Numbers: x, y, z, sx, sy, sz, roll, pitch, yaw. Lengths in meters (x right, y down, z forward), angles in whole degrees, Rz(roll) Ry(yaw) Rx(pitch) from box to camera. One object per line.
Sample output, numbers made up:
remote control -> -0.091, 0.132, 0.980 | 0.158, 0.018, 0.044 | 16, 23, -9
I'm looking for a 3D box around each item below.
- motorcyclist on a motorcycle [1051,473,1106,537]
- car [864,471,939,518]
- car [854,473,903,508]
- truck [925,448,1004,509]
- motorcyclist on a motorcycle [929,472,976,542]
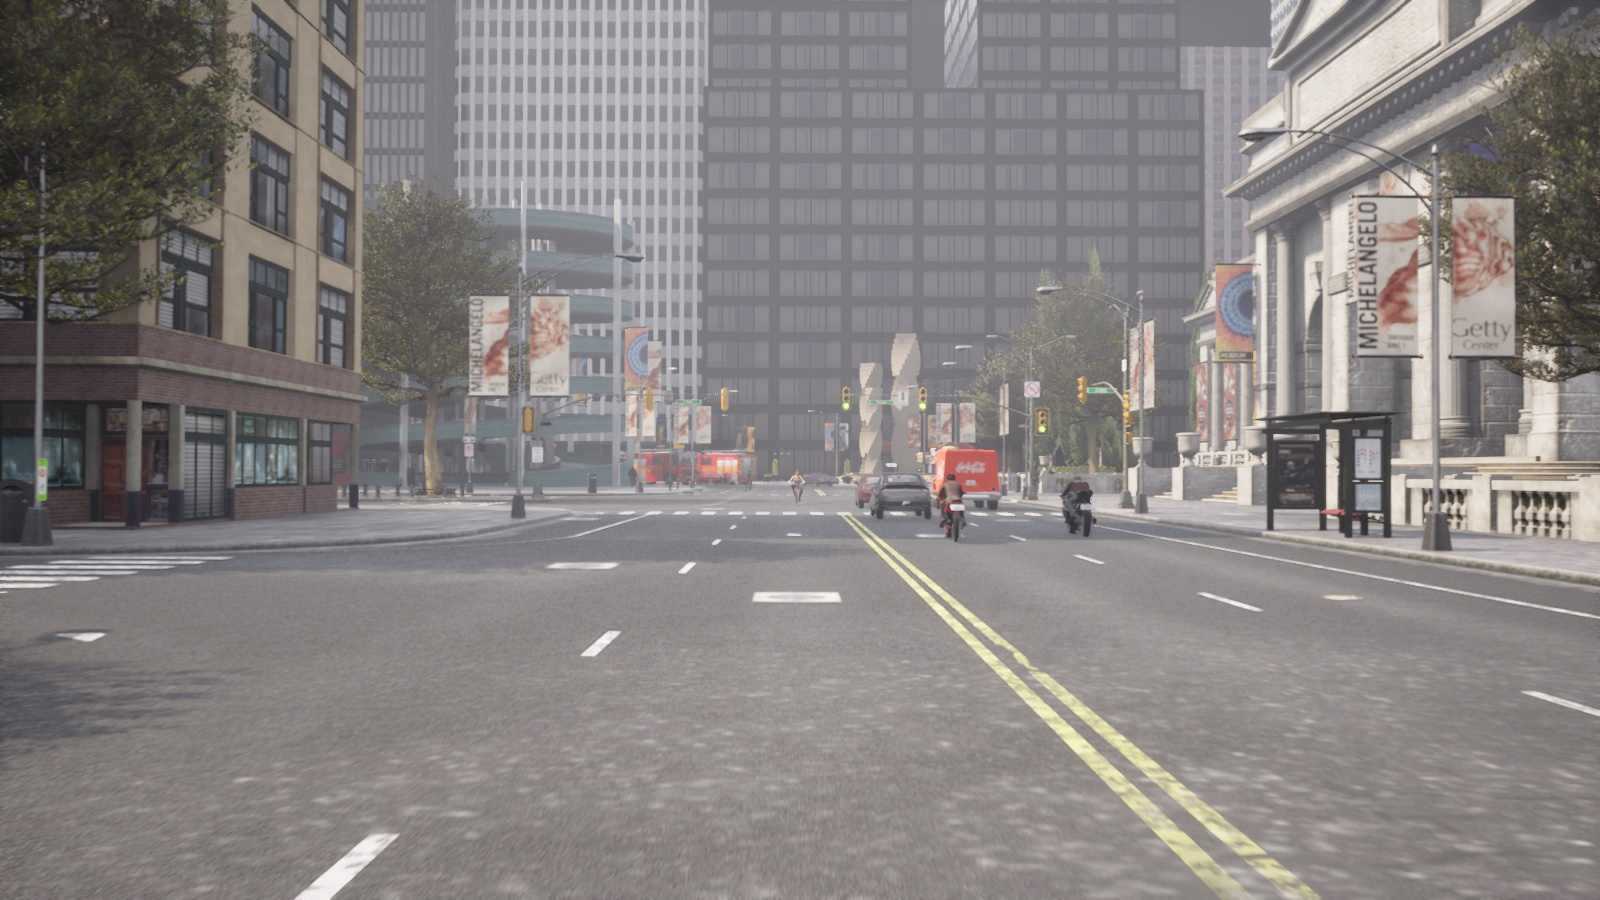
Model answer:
motorcyclist on a motorcycle -> 6.925, 1.347, 31.373 | 0.866, 1.530, 2.191 | 0, -1, 0
car -> 3.397, 1.475, 42.855 | 2.128, 1.511, 4.902 | 0, -1, 0
car -> 3.370, 1.737, 54.370 | 1.812, 1.442, 4.674 | 0, -1, 0
truck -> 6.870, 1.190, 53.146 | 2.627, 2.467, 5.204 | 0, -1, 0
motorcyclist on a motorcycle -> 3.431, 1.260, 28.472 | 0.797, 1.523, 2.044 | 0, -1, 0
